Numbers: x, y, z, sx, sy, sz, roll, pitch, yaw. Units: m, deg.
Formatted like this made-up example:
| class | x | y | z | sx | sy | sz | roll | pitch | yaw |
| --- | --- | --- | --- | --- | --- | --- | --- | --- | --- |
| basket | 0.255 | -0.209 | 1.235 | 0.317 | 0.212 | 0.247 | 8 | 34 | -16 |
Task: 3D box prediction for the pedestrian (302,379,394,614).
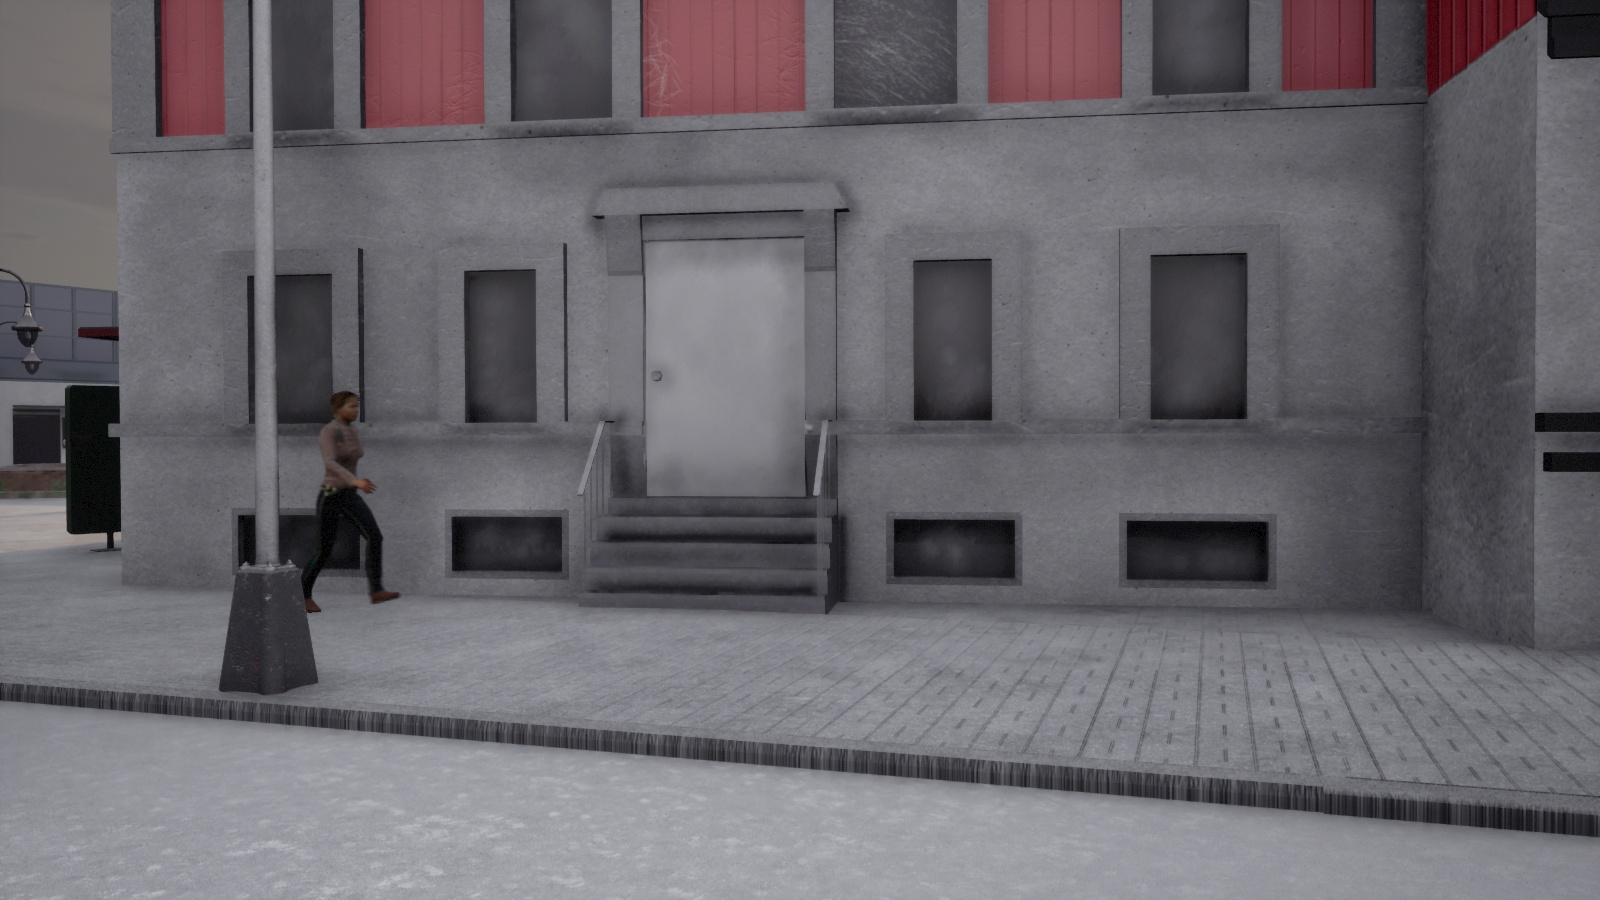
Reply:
| class | x | y | z | sx | sy | sz | roll | pitch | yaw |
| --- | --- | --- | --- | --- | --- | --- | --- | --- | --- |
| pedestrian | -3.638 | 0.361 | 10.119 | 0.634 | 1.846 | 0.331 | 1 | 1 | 21 |
